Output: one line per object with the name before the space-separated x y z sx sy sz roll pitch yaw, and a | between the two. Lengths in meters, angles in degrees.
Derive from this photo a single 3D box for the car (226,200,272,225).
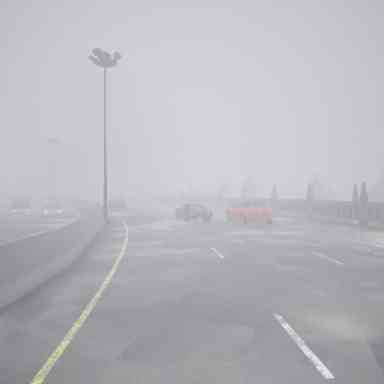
car | 4.017 1.351 24.208 2.097 1.767 4.553 0 0 -12

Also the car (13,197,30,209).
car | -23.052 1.477 44.866 1.882 1.535 5.008 0 0 -31

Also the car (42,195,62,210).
car | -18.523 1.351 43.901 2.097 1.767 4.553 0 0 -29

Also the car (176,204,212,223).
car | 0.012 1.600 25.992 1.895 1.301 4.718 0 0 -15

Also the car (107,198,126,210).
car | -9.834 1.490 42.568 2.128 1.511 4.902 0 0 -25

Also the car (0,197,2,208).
car | -27.851 1.220 46.101 2.150 2.045 5.566 0 0 -33
